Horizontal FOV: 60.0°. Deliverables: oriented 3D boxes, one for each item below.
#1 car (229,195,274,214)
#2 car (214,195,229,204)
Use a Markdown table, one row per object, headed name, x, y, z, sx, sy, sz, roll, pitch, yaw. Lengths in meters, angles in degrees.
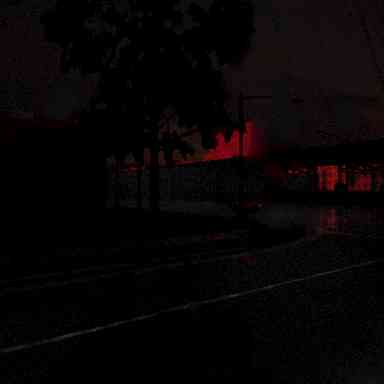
| name | x | y | z | sx | sy | sz | roll | pitch | yaw |
| --- | --- | --- | --- | --- | --- | --- | --- | --- | --- |
| car | 6.474 | 1.352 | 35.277 | 2.097 | 1.767 | 4.553 | 0 | 0 | -34 |
| car | 5.966 | 1.352 | 61.437 | 2.097 | 1.767 | 4.553 | 0 | 0 | -34 |
